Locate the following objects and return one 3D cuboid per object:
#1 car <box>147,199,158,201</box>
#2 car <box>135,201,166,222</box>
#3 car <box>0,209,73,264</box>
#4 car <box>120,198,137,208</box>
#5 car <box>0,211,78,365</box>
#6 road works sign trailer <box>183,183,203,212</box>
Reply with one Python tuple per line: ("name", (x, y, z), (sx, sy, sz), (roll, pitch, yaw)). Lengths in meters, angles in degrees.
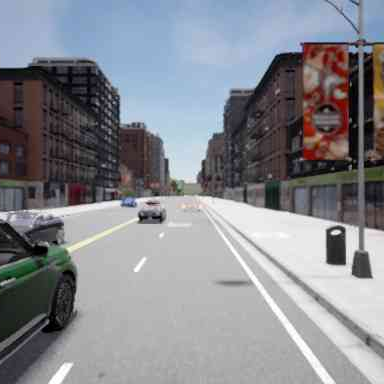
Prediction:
("car", (-6.535, 1.800, 54.676), (1.895, 1.301, 4.718), (0, 0, 1))
("car", (-3.140, 1.695, 27.148), (1.895, 1.301, 4.718), (0, 0, 0))
("car", (-6.596, 1.535, 13.013), (2.128, 1.511, 4.902), (0, 0, 0))
("car", (-9.802, 1.665, 51.805), (1.882, 1.535, 5.008), (0, 0, 0))
("car", (-3.146, 1.234, 3.710), (2.150, 2.045, 5.566), (0, 0, 0))
("road works sign trailer", (0.013, 0.613, 41.672), (2.380, 3.560, 2.880), (0, 0, 0))
